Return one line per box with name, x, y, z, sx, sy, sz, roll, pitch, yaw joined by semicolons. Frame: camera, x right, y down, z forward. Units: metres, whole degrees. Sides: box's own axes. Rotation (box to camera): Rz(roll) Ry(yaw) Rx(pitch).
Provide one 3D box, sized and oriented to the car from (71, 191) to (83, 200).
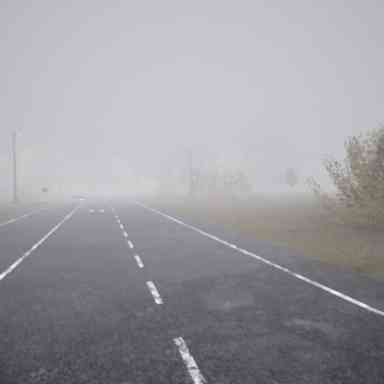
car;-21.109;0.600;61.296;1.812;1.442;4.674;-1;1;-15
